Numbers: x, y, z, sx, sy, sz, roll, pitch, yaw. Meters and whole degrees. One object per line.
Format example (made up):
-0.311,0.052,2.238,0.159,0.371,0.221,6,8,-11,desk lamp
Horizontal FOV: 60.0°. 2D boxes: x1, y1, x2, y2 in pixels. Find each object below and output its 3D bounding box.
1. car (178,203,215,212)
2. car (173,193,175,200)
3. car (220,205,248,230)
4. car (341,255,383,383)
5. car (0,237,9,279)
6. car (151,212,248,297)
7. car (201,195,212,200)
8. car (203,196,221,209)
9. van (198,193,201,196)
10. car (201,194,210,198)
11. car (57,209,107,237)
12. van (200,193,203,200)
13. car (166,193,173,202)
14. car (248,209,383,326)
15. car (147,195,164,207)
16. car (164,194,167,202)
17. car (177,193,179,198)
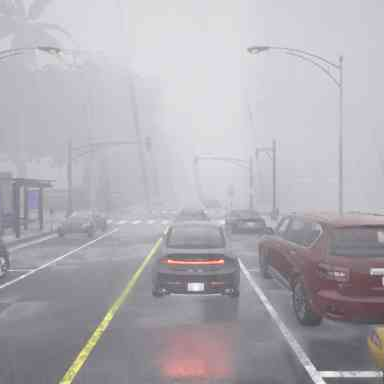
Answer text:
0.027,1.559,18.591,1.994,1.385,4.181,0,0,0,car
-5.660,1.261,76.821,2.192,1.841,5.009,0,0,0,car
2.785,1.562,17.830,1.947,1.339,4.313,0,0,0,car
2.762,1.525,1.725,1.752,1.417,4.829,0,0,0,car
-5.756,1.439,7.007,1.967,1.590,4.097,0,0,0,car
0.087,1.503,8.562,1.837,1.490,4.892,0,0,0,car
2.829,1.542,49.687,1.947,1.339,4.313,0,0,0,car
2.821,1.546,44.267,1.947,1.339,4.313,0,0,0,car
2.873,1.279,82.209,1.690,1.788,3.998,0,0,0,van
2.836,1.497,55.278,1.752,1.417,4.829,0,0,0,car
-5.741,1.577,17.860,1.802,1.307,4.206,0,0,0,car
2.843,1.307,60.528,1.690,1.788,3.998,0,0,0,van
-5.667,1.393,71.400,1.967,1.590,4.097,0,0,0,car
2.768,1.314,6.980,2.192,1.841,5.009,0,0,0,car
-5.697,1.527,49.719,2.008,1.369,4.403,0,0,0,car
-5.690,1.411,55.139,1.967,1.590,4.097,0,0,0,car
-5.637,1.236,93.081,2.192,1.841,5.009,0,0,0,car
